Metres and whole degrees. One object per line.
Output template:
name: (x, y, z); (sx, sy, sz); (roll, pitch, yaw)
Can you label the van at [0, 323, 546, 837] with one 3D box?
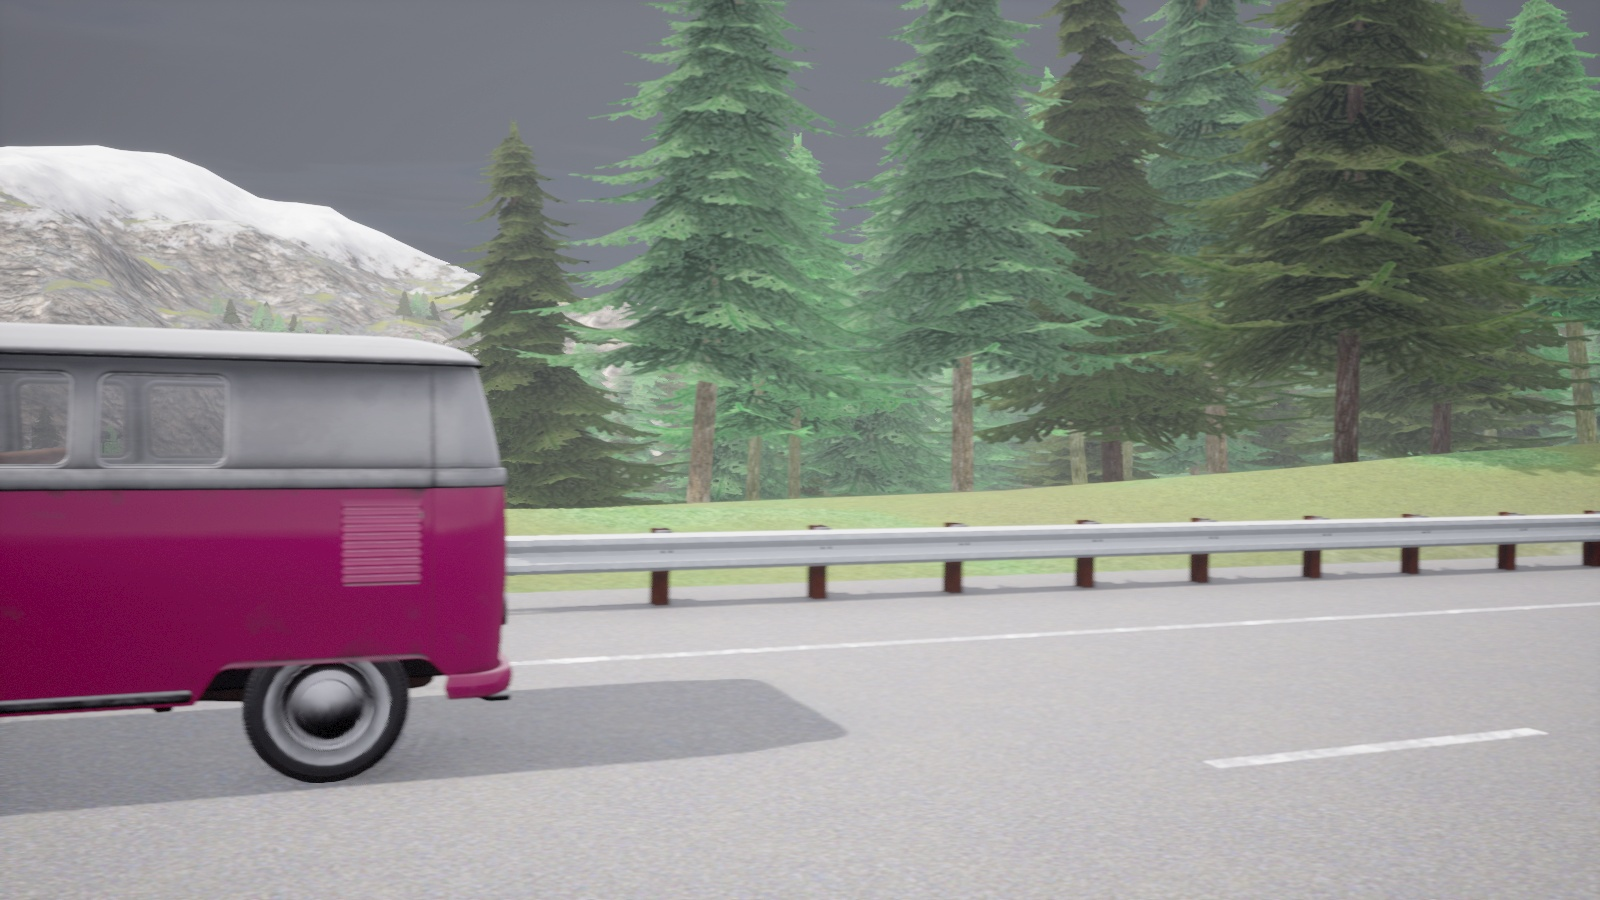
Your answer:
van: (-3.537, 0.497, 5.637); (4.442, 1.987, 1.775); (-1, 1, -21)
